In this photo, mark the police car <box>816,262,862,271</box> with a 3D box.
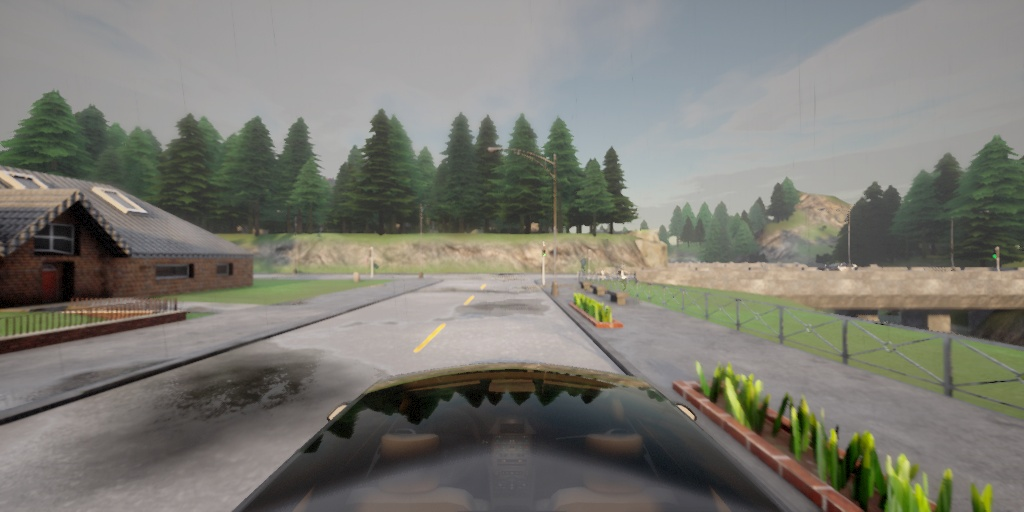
[{"bbox_3d":[40.310,1.594,44.145,4.974,1.542,2.038,0,-1,0],"label":"police car"}]
